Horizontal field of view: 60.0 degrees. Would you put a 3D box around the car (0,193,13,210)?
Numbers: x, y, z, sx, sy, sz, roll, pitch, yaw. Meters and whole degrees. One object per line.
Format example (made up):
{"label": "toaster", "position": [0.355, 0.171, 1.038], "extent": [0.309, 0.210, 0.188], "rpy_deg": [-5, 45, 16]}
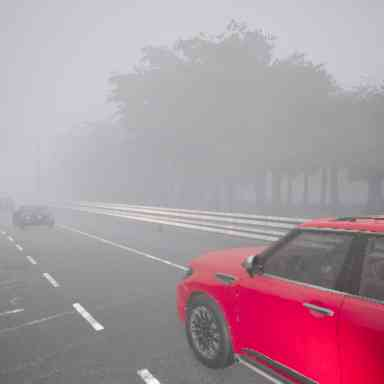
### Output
{"label": "car", "position": [-21.517, 1.340, 37.749], "extent": [2.097, 1.767, 4.553], "rpy_deg": [0, 0, -34]}

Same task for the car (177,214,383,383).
{"label": "car", "position": [2.016, 1.221, 3.400], "extent": [2.150, 2.045, 5.566], "rpy_deg": [0, 0, -34]}

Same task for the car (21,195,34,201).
{"label": "car", "position": [-41.227, 1.444, 83.397], "extent": [1.882, 1.535, 5.008], "rpy_deg": [0, 0, -6]}

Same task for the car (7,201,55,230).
{"label": "car", "position": [-10.223, 1.542, 21.266], "extent": [2.033, 1.411, 5.357], "rpy_deg": [0, 0, -34]}
